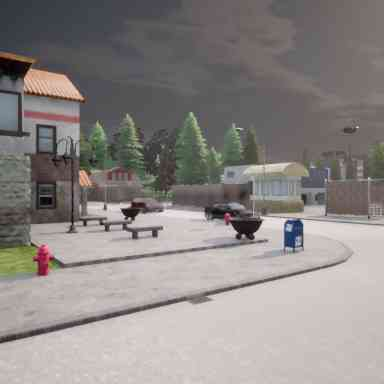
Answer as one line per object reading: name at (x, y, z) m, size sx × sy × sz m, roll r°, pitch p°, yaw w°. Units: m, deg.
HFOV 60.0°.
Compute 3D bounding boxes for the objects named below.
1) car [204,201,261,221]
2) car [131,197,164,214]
car at (2.927, 1.477, 24.858) m, size 1.882 × 1.535 × 5.008 m, roll 0°, pitch 0°, yaw -35°
car at (-4.857, 1.352, 35.818) m, size 2.097 × 1.767 × 4.553 m, roll 0°, pitch 0°, yaw -35°
